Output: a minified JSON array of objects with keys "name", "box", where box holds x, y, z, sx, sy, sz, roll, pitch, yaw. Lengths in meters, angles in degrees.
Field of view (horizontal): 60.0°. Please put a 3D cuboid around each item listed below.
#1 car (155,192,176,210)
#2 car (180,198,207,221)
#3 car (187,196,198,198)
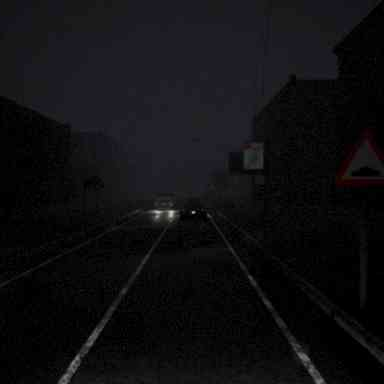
[{"name":"car","box":[-3.123,0.970,39.432,2.150,2.045,5.566,0,0,0]},{"name":"car","box":[0.083,1.407,25.442,1.994,1.385,4.181,0,0,0]},{"name":"car","box":[0.070,1.238,41.078,1.837,1.490,4.892,0,1,0]}]
